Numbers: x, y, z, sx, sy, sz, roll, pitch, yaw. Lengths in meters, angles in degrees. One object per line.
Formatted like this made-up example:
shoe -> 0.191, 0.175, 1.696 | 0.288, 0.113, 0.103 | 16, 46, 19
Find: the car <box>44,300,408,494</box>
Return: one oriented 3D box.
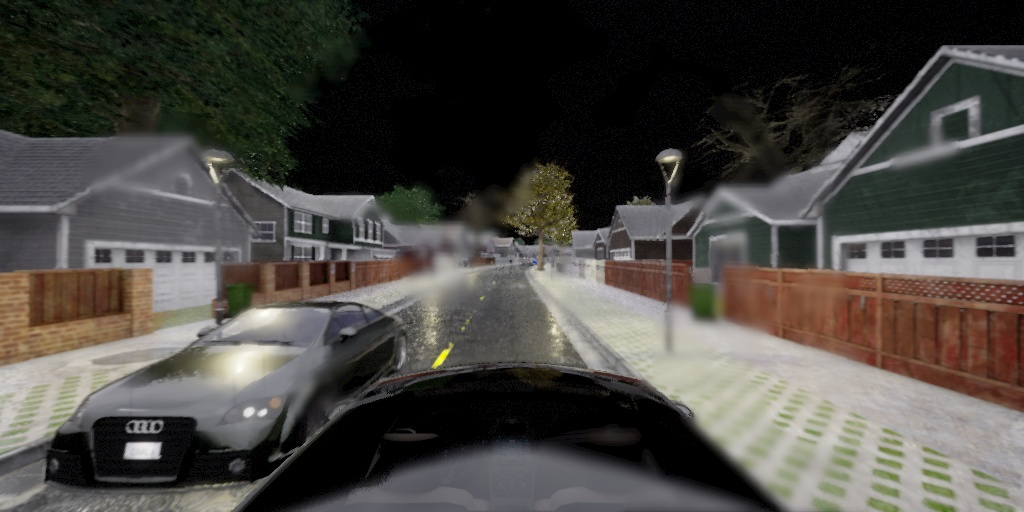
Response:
car -> -2.844, 1.314, 4.756 | 1.994, 1.385, 4.181 | 0, 0, 0
